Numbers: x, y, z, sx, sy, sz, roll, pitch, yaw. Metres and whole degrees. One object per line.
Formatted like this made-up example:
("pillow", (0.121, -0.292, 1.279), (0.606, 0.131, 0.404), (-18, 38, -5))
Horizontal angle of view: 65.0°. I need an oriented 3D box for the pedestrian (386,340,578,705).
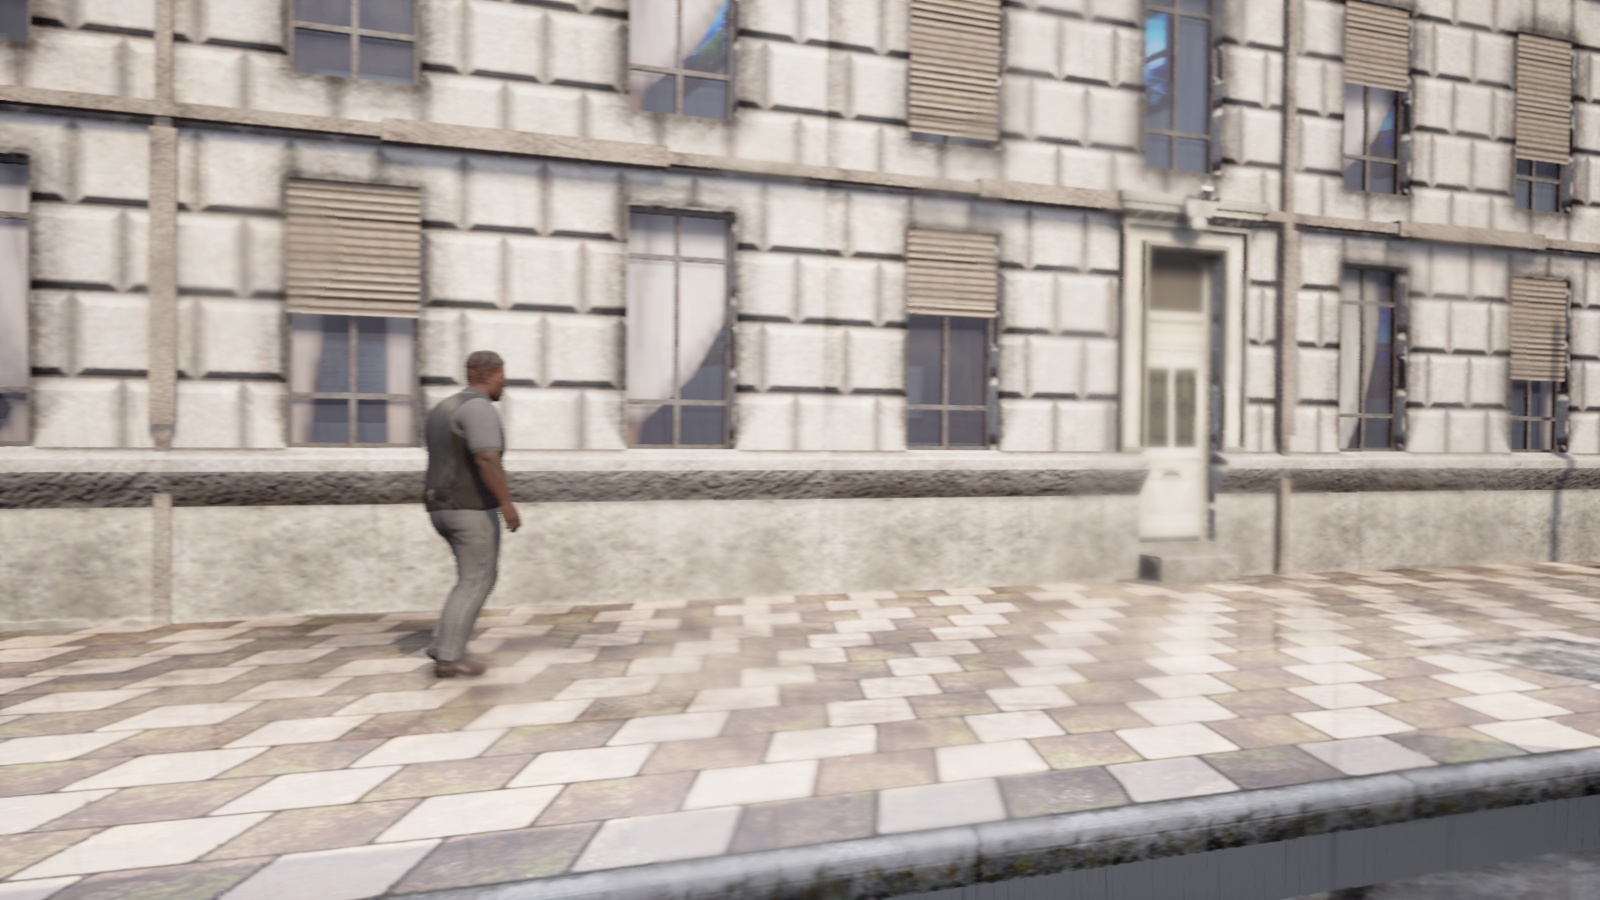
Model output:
("pedestrian", (-1.758, 0.366, 6.947), (0.849, 1.883, 0.563), (-1, 1, -37))
